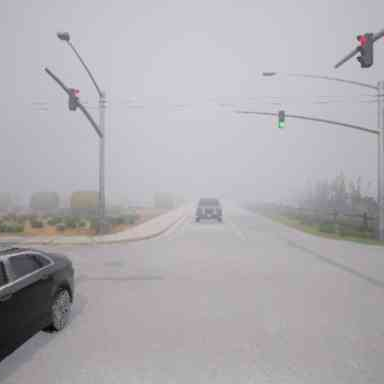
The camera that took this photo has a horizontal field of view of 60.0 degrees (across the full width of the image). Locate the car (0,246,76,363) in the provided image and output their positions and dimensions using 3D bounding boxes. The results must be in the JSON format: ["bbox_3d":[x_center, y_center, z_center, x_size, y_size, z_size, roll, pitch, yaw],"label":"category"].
[{"bbox_3d":[-3.159,1.541,4.200,2.128,1.511,4.902,-1,-1,4],"label":"car"}]

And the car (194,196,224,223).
[{"bbox_3d":[1.454,1.515,28.514,2.150,2.045,5.566,0,0,3],"label":"car"}]

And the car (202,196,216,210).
[{"bbox_3d":[2.670,1.707,53.844,2.150,2.045,5.566,0,-1,3],"label":"car"}]
